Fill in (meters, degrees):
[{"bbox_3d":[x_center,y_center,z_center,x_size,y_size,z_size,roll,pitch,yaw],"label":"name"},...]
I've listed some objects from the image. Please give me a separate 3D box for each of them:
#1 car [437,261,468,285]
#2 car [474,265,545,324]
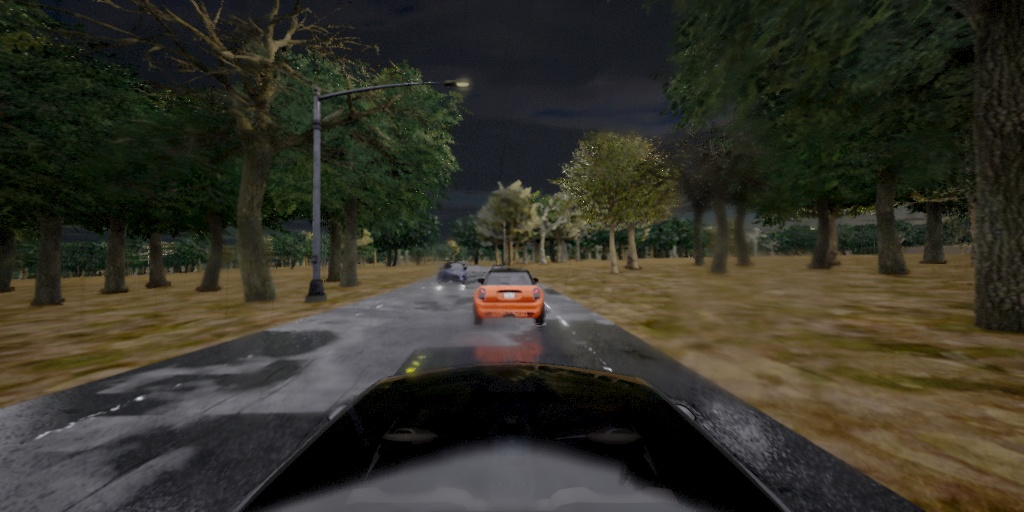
[{"bbox_3d":[-4.601,1.280,28.197,2.097,1.767,4.553,0,0,-4],"label":"car"},{"bbox_3d":[-0.128,1.175,12.392,2.097,1.767,4.553,0,-1,-1],"label":"car"}]
